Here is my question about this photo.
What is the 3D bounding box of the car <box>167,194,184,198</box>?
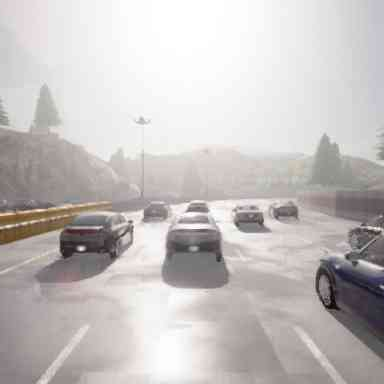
[{"bbox_3d":[-2.872,1.400,74.044,2.033,1.411,5.357,0,0,20],"label":"car"}]

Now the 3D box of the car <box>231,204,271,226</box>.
[{"bbox_3d":[3.744,1.510,22.878,2.033,1.411,5.357,0,0,3],"label":"car"}]

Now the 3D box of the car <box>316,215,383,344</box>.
[{"bbox_3d":[3.554,1.339,4.935,2.097,1.767,4.553,0,0,0],"label":"car"}]

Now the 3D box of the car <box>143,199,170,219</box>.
[{"bbox_3d":[-2.856,1.527,28.567,1.994,1.385,4.181,0,0,5],"label":"car"}]

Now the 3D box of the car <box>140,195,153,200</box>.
[{"bbox_3d":[-9.465,1.453,76.396,1.895,1.301,4.718,0,0,20],"label":"car"}]

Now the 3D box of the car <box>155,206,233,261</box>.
[{"bbox_3d":[0.062,1.473,12.269,2.128,1.511,4.902,0,0,0],"label":"car"}]

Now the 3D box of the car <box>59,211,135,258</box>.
[{"bbox_3d":[-3.437,1.492,12.749,1.837,1.490,4.892,0,0,0],"label":"car"}]

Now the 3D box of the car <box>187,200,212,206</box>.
[{"bbox_3d":[0.592,1.464,27.964,1.837,1.490,4.892,0,0,4],"label":"car"}]

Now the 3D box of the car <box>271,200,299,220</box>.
[{"bbox_3d":[7.603,1.441,27.938,2.128,1.511,4.902,0,0,5],"label":"car"}]

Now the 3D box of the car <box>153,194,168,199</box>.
[{"bbox_3d":[-6.230,1.216,75.068,2.097,1.767,4.553,0,0,20],"label":"car"}]

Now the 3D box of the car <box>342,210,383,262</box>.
[{"bbox_3d":[7.061,1.480,11.139,1.837,1.490,4.892,0,0,0],"label":"car"}]

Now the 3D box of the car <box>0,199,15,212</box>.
[{"bbox_3d":[-19.629,1.480,37.777,1.837,1.490,4.892,0,0,8],"label":"car"}]

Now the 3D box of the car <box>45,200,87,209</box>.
[{"bbox_3d":[-12.944,1.515,35.315,2.033,1.411,5.357,0,0,7],"label":"car"}]

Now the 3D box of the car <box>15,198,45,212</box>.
[{"bbox_3d":[-16.387,1.573,35.803,1.895,1.301,4.718,0,0,7],"label":"car"}]

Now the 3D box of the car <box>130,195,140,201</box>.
[{"bbox_3d":[-12.676,1.382,77.816,1.882,1.535,5.008,0,0,20],"label":"car"}]
